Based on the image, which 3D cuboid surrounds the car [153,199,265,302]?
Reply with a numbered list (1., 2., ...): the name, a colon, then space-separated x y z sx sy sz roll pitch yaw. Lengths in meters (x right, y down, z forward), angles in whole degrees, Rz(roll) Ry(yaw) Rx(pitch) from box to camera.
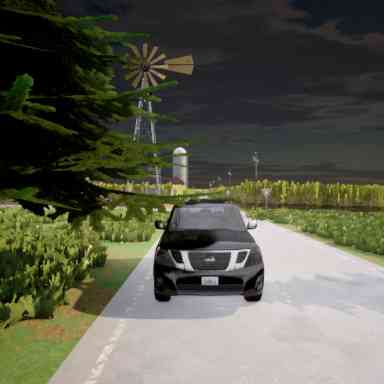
1. car: 0.335 1.227 8.663 2.150 2.045 5.566 0 0 0
